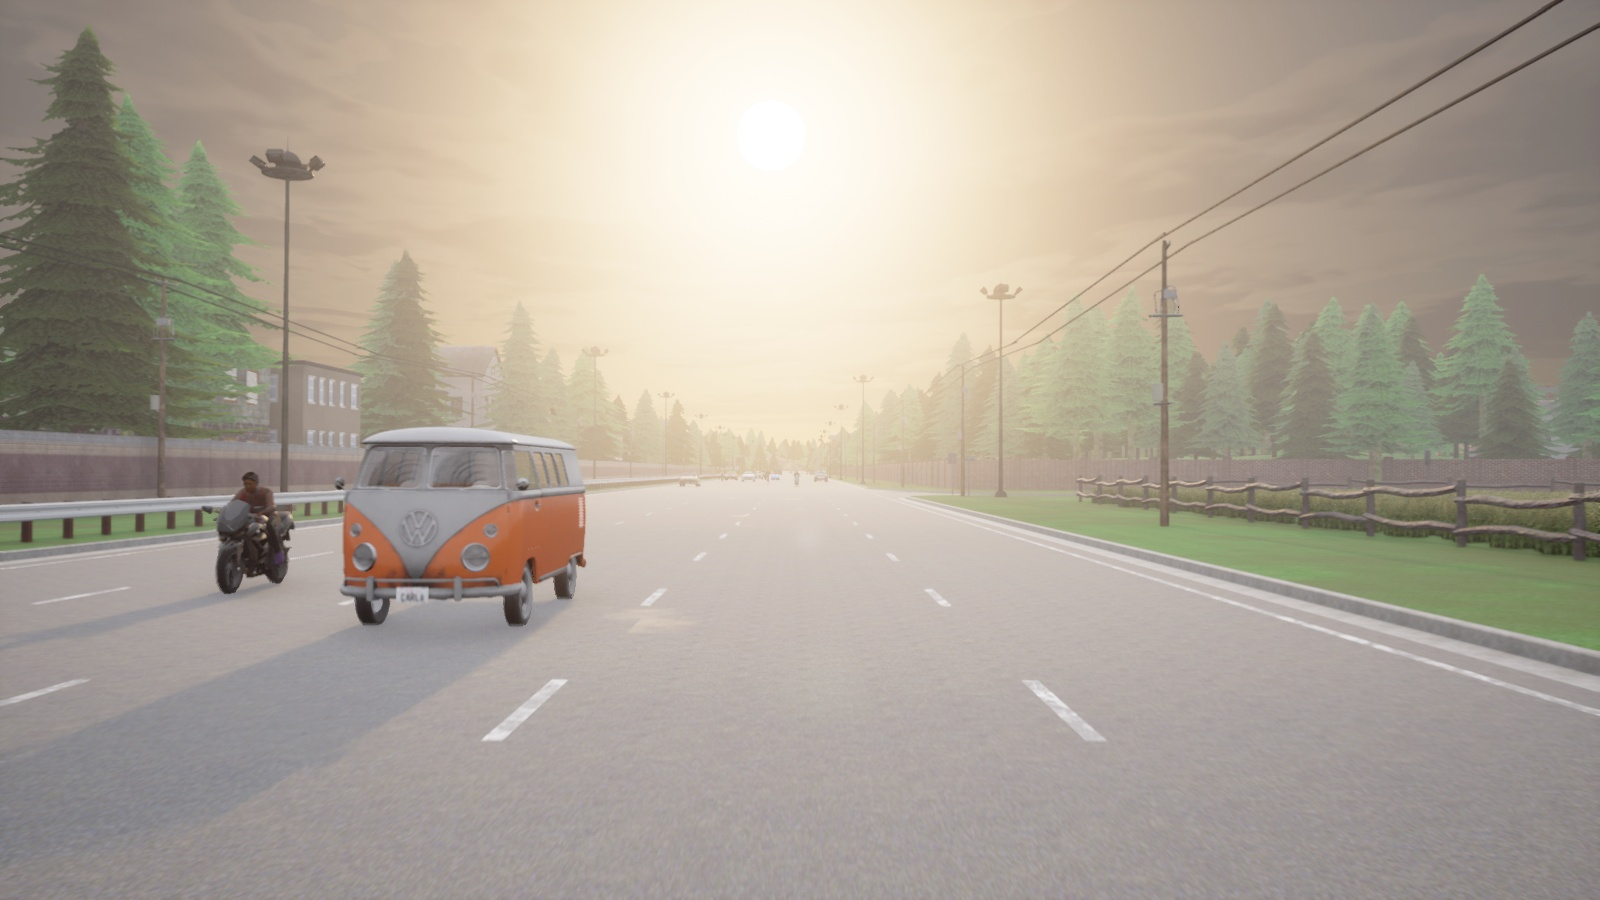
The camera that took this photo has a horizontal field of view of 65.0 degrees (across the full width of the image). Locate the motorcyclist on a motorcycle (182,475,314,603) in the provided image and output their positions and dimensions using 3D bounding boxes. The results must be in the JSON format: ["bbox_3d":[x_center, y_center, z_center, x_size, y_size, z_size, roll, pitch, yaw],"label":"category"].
[{"bbox_3d":[-7.039,1.095,16.132,0.797,1.523,2.044,0,-1,0],"label":"motorcyclist on a motorcycle"}]

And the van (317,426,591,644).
[{"bbox_3d":[-3.534,0.811,13.718,1.775,1.987,4.442,0,-1,0],"label":"van"}]
